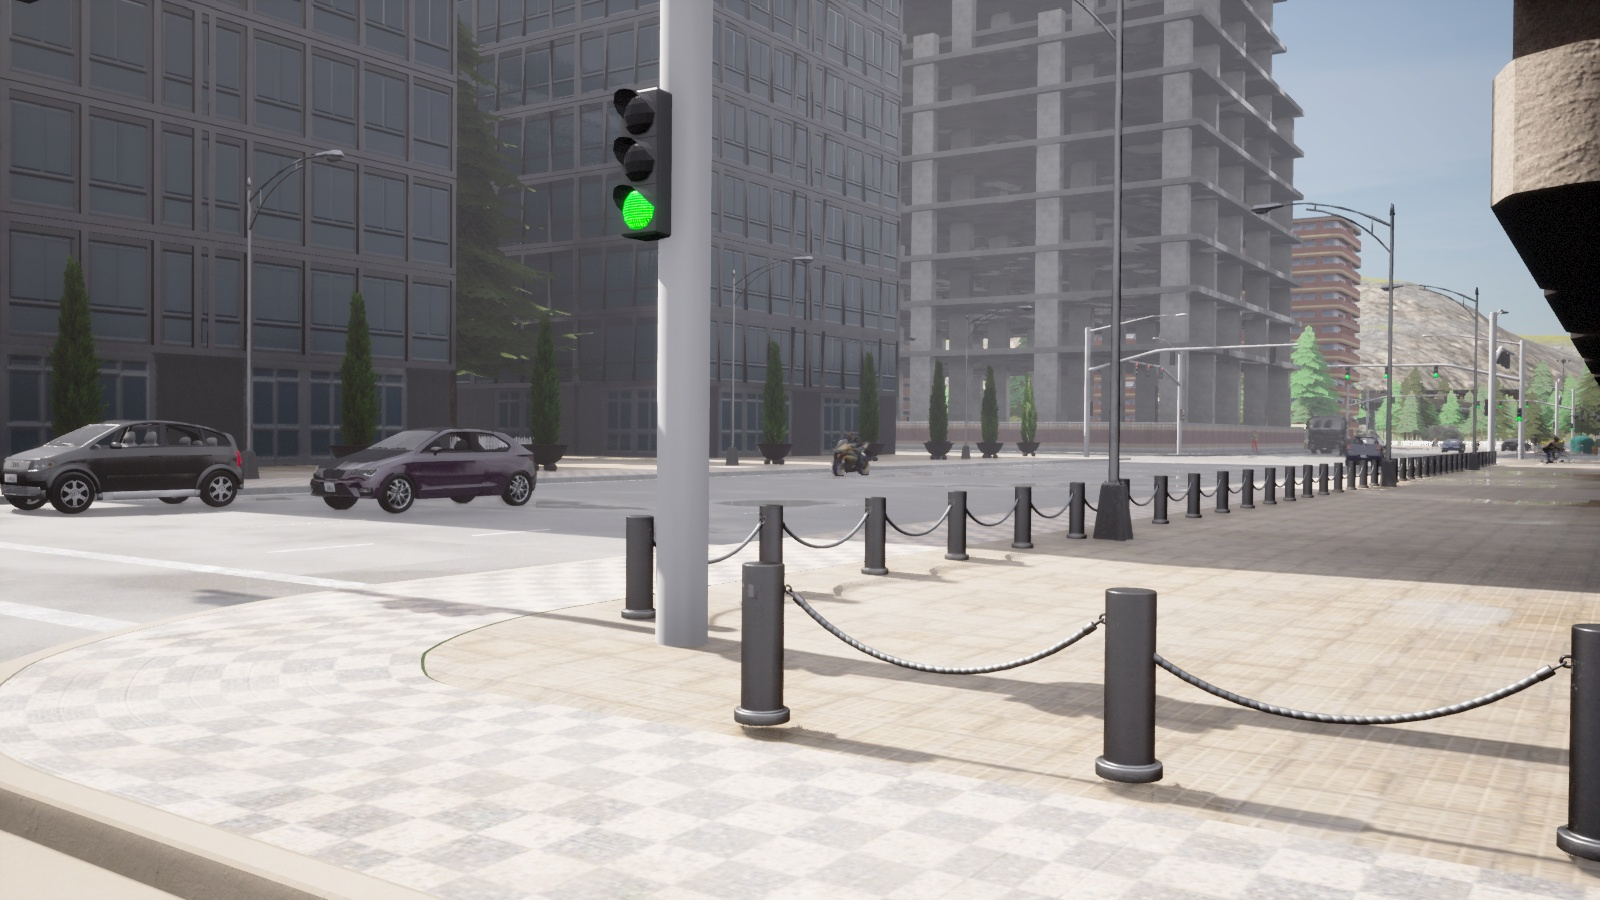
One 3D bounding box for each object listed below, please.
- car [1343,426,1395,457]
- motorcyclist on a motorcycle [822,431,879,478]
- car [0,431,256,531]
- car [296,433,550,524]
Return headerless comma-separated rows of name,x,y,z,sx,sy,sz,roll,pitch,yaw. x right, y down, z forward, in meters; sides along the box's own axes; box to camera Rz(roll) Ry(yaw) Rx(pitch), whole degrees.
car,28.500,-0.427,62.884,1.845,1.501,3.633,0,1,33
motorcyclist on a motorcycle,1.682,0.128,41.574,0.866,1.530,2.191,0,1,34
car,-11.657,0.463,21.730,1.789,1.549,3.705,0,1,34
car,-6.723,0.439,22.796,1.816,1.474,4.193,0,1,34
